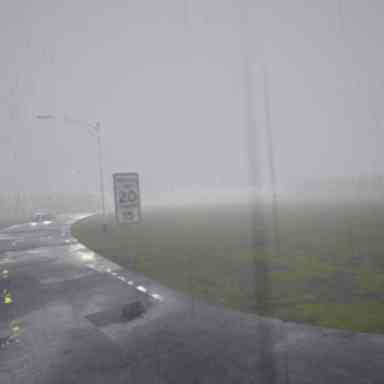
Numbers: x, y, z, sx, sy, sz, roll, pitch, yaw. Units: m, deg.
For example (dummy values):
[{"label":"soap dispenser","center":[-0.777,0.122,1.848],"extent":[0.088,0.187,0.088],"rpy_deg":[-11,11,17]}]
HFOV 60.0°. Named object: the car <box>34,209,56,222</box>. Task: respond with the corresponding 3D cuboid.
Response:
[{"label":"car","center":[-18.836,2.928,42.655],"extent":[1.837,1.490,4.892],"rpy_deg":[-4,0,-11]}]
